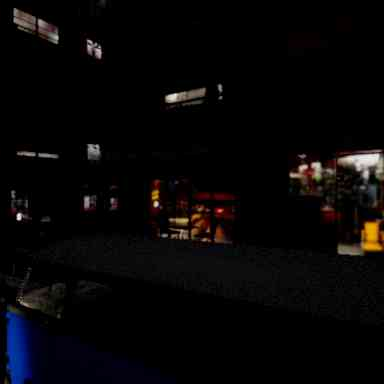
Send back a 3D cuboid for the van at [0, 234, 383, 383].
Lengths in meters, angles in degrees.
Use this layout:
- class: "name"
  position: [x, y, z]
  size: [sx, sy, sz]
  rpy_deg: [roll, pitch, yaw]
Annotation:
- class: "van"
  position: [-0.018, 1.355, 2.871]
  size: [3.998, 1.788, 1.690]
  rpy_deg: [-1, 0, 35]
